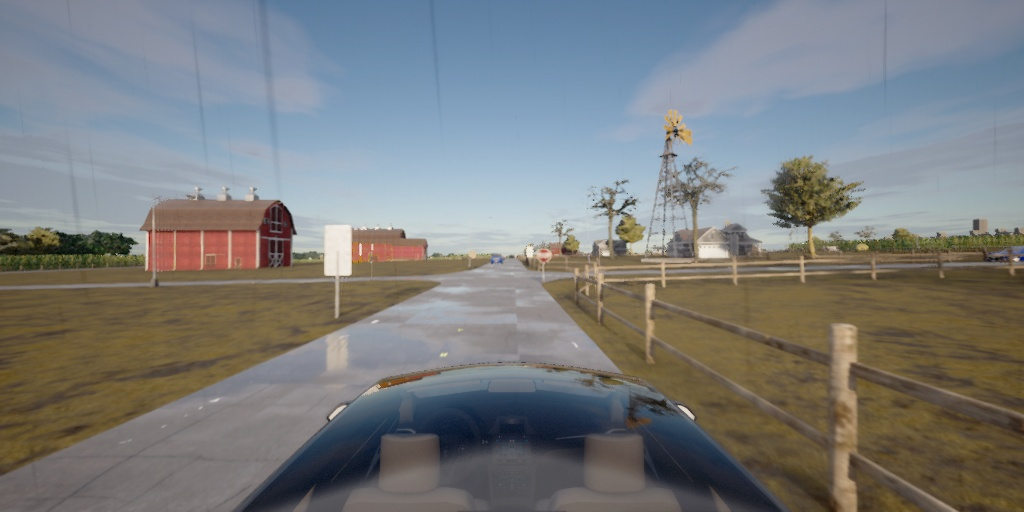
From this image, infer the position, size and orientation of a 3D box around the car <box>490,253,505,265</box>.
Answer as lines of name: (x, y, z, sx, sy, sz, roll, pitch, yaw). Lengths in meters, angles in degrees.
car: (-2.729, 0.482, 64.630, 2.150, 2.045, 5.566, 0, 2, 0)

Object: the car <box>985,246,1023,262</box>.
car: (49.099, -0.183, 34.716, 5.008, 1.535, 1.882, -1, -1, 0)
